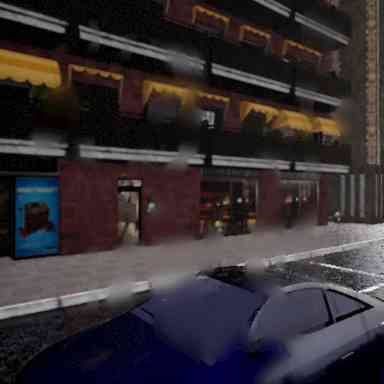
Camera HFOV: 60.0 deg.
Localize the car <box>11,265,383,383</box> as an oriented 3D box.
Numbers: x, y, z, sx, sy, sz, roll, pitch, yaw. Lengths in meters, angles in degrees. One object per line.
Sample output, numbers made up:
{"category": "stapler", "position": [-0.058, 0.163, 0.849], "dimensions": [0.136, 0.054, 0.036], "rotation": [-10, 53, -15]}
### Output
{"category": "car", "position": [0.458, 1.547, 3.397], "dimensions": [4.181, 1.385, 1.994], "rotation": [-1, 0, -36]}
